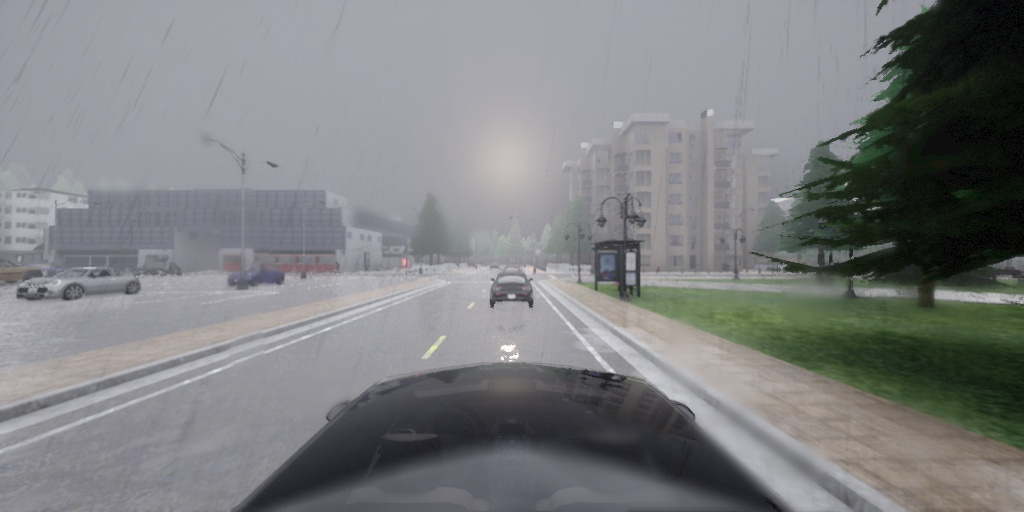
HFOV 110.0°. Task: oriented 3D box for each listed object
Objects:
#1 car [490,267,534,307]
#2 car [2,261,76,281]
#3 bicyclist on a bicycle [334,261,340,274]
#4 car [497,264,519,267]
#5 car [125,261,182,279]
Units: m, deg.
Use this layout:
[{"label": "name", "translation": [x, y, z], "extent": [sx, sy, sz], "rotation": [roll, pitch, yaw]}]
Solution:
[{"label": "car", "translation": [-0.008, 1.418, 16.233], "extent": [1.812, 1.442, 4.674], "rotation": [0, 0, 0]}, {"label": "car", "translation": [-51.067, 1.578, 38.789], "extent": [5.008, 1.535, 1.882], "rotation": [0, -1, 1]}, {"label": "bicyclist on a bicycle", "translation": [-22.412, 1.470, 45.921], "extent": [0.582, 1.620, 1.656], "rotation": [0, 0, 1]}, {"label": "car", "translation": [0.049, 1.566, 31.206], "extent": [1.812, 1.442, 4.674], "rotation": [0, 0, 3]}, {"label": "car", "translation": [-41.859, 1.483, 42.216], "extent": [4.553, 1.767, 2.097], "rotation": [0, -1, 1]}]
